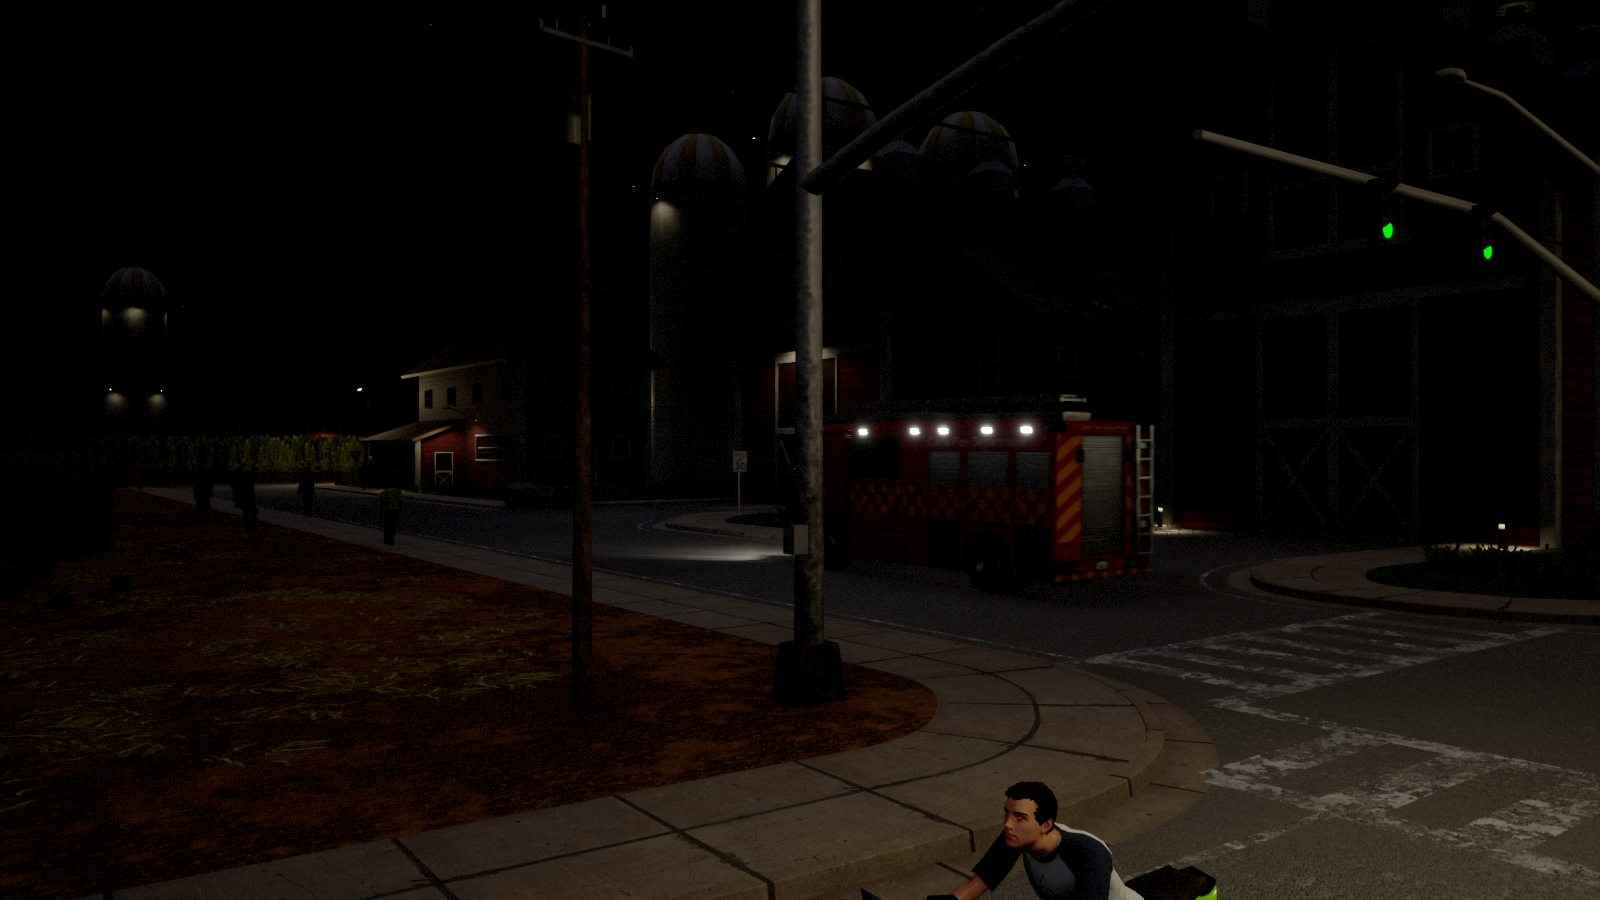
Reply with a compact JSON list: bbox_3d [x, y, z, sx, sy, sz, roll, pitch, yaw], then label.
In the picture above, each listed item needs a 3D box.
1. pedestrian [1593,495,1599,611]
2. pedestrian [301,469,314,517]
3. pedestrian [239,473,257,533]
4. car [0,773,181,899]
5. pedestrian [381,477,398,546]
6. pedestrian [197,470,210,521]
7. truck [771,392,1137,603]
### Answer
[{"bbox_3d":[13.084,1.661,18.386,0.375,1.860,0.375,0,0,-24],"label":"pedestrian"},{"bbox_3d":[-19.097,1.664,44.293,0.375,1.860,0.375,0,0,-36],"label":"pedestrian"},{"bbox_3d":[-17.300,1.667,35.815,0.375,1.860,0.375,0,0,40],"label":"pedestrian"},{"bbox_3d":[-3.384,1.906,1.453,4.553,1.767,2.097,0,0,-35],"label":"car"},{"bbox_3d":[-11.224,1.665,31.245,0.375,1.860,0.375,0,0,-30],"label":"pedestrian"},{"bbox_3d":[-22.082,1.666,42.303,0.375,1.860,0.375,0,0,-35],"label":"pedestrian"},{"bbox_3d":[2.960,0.839,25.033,2.891,3.827,8.468,0,0,-36],"label":"truck"}]
